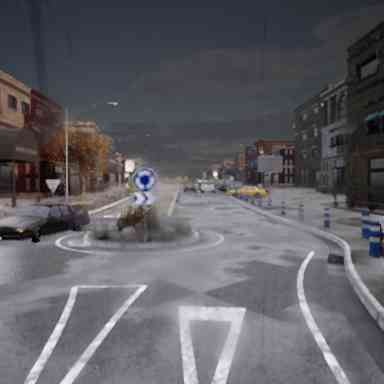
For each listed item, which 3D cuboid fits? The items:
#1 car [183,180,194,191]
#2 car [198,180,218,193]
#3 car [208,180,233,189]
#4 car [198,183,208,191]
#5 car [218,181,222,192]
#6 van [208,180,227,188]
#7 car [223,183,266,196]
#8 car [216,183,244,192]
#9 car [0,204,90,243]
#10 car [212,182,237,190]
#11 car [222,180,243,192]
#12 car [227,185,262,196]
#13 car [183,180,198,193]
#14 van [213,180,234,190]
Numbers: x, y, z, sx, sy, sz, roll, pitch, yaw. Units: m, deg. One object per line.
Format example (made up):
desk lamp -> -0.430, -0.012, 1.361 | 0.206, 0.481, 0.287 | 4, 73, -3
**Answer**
car -> -0.738, -1.406, 68.168 | 2.150, 2.045, 5.566 | 0, 2, -2
car -> 2.617, -0.886, 55.824 | 2.150, 2.045, 5.566 | 0, 3, -1
car -> 6.613, -1.781, 78.159 | 5.566, 2.045, 2.435 | 0, 2, -2
car -> 2.262, -1.132, 68.227 | 1.837, 1.490, 4.892 | 0, 2, -2
car -> 7.145, -0.762, 58.896 | 5.008, 1.535, 2.097 | 0, 3, -2
van -> 6.380, -1.942, 83.664 | 4.442, 1.987, 1.878 | 0, 2, -2
car -> 7.326, -0.108, 45.131 | 5.366, 1.575, 1.946 | 0, 3, -2
car -> 7.083, -0.881, 61.649 | 4.892, 1.521, 2.231 | 0, 2, -2
car -> -6.525, 1.237, 14.713 | 2.033, 1.411, 5.357 | 0, 1, 11
car -> 6.865, -1.222, 69.907 | 5.008, 1.535, 2.097 | 0, 2, -2
car -> 7.335, -0.504, 50.633 | 4.553, 1.767, 2.185 | 0, 3, -2
car -> 7.443, -0.203, 47.891 | 4.674, 1.452, 2.002 | 0, 3, -2
car -> -0.398, -0.808, 56.919 | 2.097, 1.767, 4.553 | 0, 3, -1
van -> 6.906, -1.549, 72.533 | 4.442, 1.987, 1.878 | 0, 2, -1
